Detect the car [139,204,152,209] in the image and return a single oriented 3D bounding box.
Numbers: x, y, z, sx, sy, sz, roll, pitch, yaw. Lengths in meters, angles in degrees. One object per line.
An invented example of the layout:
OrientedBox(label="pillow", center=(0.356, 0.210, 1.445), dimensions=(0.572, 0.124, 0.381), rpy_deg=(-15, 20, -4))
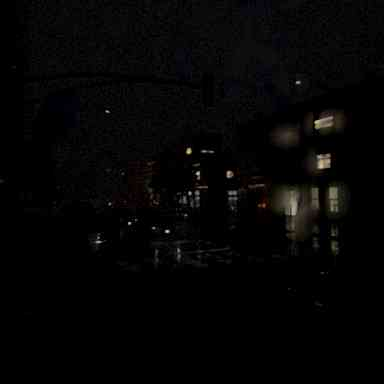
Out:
OrientedBox(label="car", center=(-6.458, 2.251, 43.868), dimensions=(2.008, 1.369, 4.403), rpy_deg=(-2, 0, -23))

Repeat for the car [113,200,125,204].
OrientedBox(label="car", center=(-13.325, 2.311, 59.791), dimensions=(2.192, 1.841, 5.009), rpy_deg=(-2, 0, -23))

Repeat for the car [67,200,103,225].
OrientedBox(label="car", center=(-9.900, 1.899, 30.361), dimensions=(2.192, 1.841, 5.009), rpy_deg=(-1, 0, -23))

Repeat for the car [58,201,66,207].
OrientedBox(label="car", center=(-34.072, 3.154, 86.833), dimensions=(1.752, 1.417, 4.829), rpy_deg=(-1, 0, -23))

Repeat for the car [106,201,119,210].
OrientedBox(label="car", center=(-15.572, 2.618, 65.029), dimensions=(1.752, 1.417, 4.829), rpy_deg=(-2, 0, -23))

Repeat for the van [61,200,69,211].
OrientedBox(label="van", center=(-18.839, 2.314, 51.404), dimensions=(1.690, 1.788, 3.998), rpy_deg=(-1, 0, -23))

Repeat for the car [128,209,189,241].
OrientedBox(label="car", center=(-2.071, 1.894, 19.025), dimensions=(1.994, 1.385, 4.181), rpy_deg=(-1, -1, -24))

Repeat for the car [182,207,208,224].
OrientedBox(label="car", center=(-0.081, 1.979, 29.340), dimensions=(2.008, 1.369, 4.403), rpy_deg=(-2, 0, -23))

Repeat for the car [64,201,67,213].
OrientedBox(label="car", center=(-14.187, 2.212, 40.563), dimensions=(1.967, 1.590, 4.097), rpy_deg=(-1, 0, -23))

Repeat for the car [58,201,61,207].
OrientedBox(label="car", center=(-23.212, 2.476, 61.571), dimensions=(2.192, 1.841, 5.009), rpy_deg=(-1, 0, -23))

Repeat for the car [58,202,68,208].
OrientedBox(label="car", center=(-29.766, 2.988, 76.821), dimensions=(1.887, 1.381, 4.507), rpy_deg=(-1, 0, -23))

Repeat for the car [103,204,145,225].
OrientedBox(label="car", center=(-5.781, 2.038, 27.634), dimensions=(2.033, 1.411, 5.357), rpy_deg=(-1, -1, -23))

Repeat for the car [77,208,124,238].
OrientedBox(label="car", center=(-5.833, 1.973, 20.849), dimensions=(1.947, 1.339, 4.313), rpy_deg=(-1, 0, -23))

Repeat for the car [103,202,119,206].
OrientedBox(label="car", center=(-9.768, 2.168, 36.933), dimensions=(1.837, 1.490, 4.892), rpy_deg=(-1, -1, -23))

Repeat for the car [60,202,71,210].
OrientedBox(label="car", center=(-25.326, 2.778, 66.498), dimensions=(1.752, 1.417, 4.829), rpy_deg=(-1, 0, -23))
